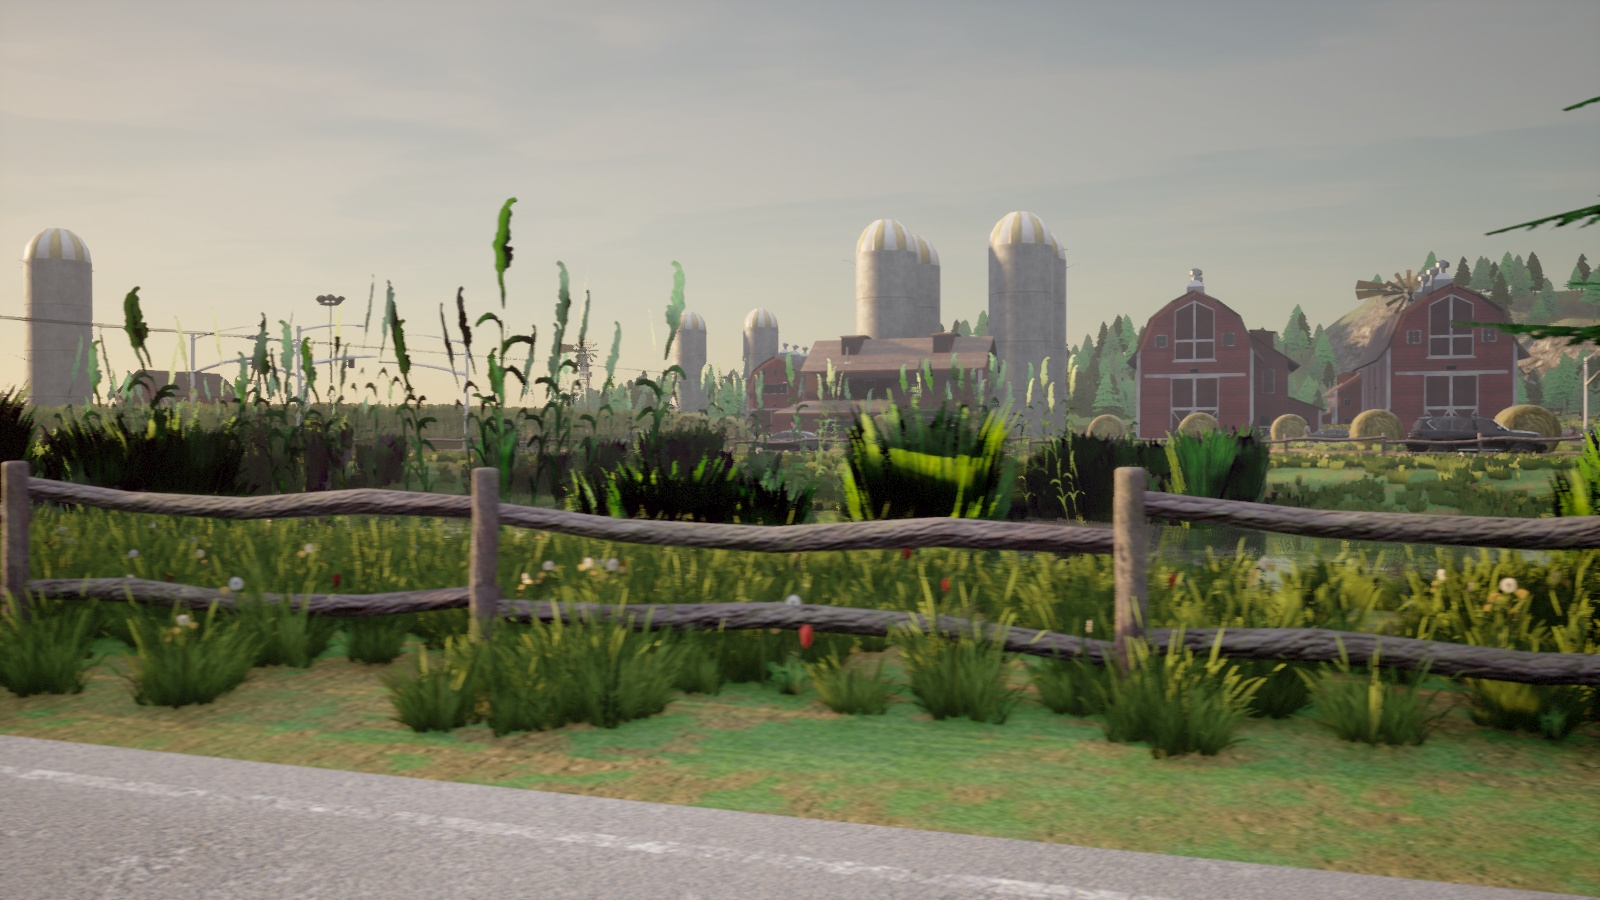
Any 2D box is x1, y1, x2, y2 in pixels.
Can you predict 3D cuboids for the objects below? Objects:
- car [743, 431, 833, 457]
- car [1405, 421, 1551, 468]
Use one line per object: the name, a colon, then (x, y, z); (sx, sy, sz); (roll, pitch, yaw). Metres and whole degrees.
car: (-0.706, -0.365, 72.871); (4.892, 1.490, 1.837); (1, 1, 22)
car: (30.427, -0.274, 56.599); (5.566, 2.045, 2.150); (1, 1, 22)
